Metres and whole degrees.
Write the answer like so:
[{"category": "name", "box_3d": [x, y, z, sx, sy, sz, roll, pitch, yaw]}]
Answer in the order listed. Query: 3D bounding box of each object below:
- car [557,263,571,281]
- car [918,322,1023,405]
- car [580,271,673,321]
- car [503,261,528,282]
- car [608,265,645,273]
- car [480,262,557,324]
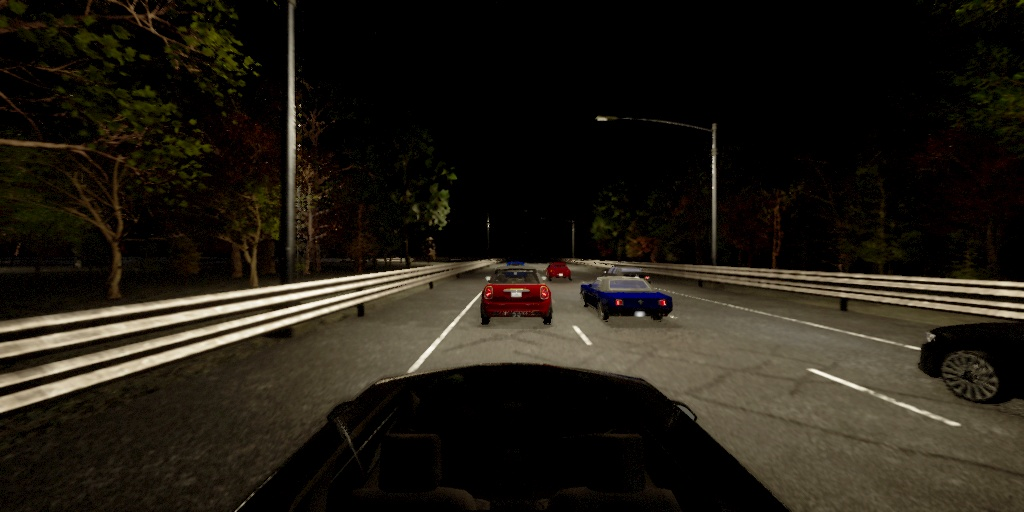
[{"category": "car", "box_3d": [3.798, 1.279, 29.966, 1.812, 1.442, 4.674, 0, 0, 1]}, {"category": "car", "box_3d": [7.107, 1.244, 3.398, 2.128, 1.511, 4.902, 0, 0, 0]}, {"category": "car", "box_3d": [3.633, 1.353, 12.375, 1.895, 1.301, 4.718, 0, 0, 0]}, {"category": "car", "box_3d": [0.301, 1.230, 30.250, 1.882, 1.535, 5.008, 0, 0, 1]}, {"category": "car", "box_3d": [7.215, 1.301, 23.154, 2.033, 1.411, 5.357, 0, 0, 1]}, {"category": "car", "box_3d": [0.135, 1.103, 12.191, 2.097, 1.767, 4.553, 0, 0, 0]}]
